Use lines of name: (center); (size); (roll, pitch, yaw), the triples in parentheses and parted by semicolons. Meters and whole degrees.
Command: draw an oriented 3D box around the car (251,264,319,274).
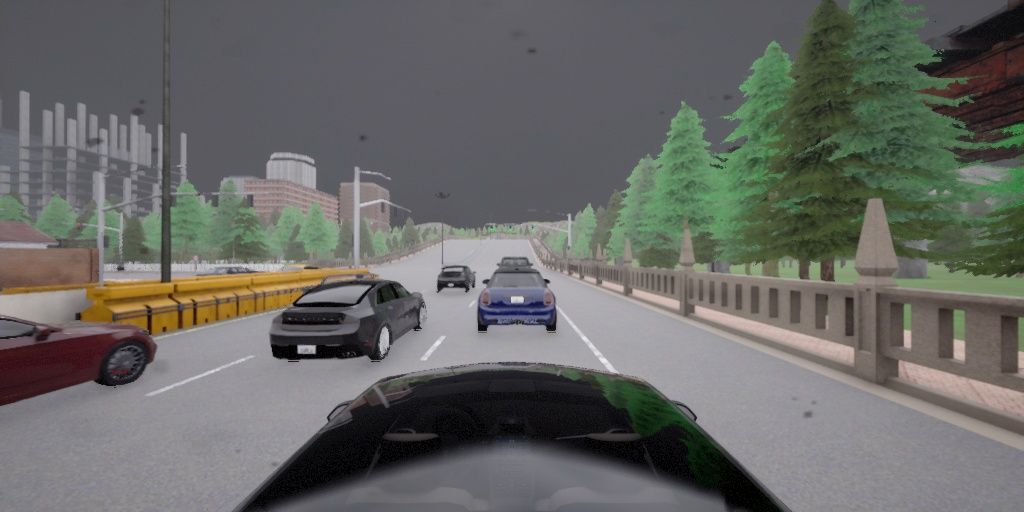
car: (-13.917, 1.305, 23.138); (1.882, 1.535, 5.008); (0, -1, 1)

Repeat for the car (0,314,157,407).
car: (-6.892, 1.284, 4.033); (1.812, 1.442, 4.674); (0, 0, 0)

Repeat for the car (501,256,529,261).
car: (0.194, 1.050, 23.441); (2.150, 2.045, 5.566); (0, 0, 0)

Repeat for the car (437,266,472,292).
car: (-3.313, 1.327, 21.903); (1.837, 1.490, 4.892); (0, 0, 0)

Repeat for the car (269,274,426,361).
car: (-3.372, 1.281, 8.331); (1.837, 1.490, 4.892); (0, 0, 0)

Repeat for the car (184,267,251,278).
car: (-17.439, 1.369, 21.782); (2.033, 1.411, 5.357); (0, 0, 1)

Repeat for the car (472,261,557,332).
car: (0.138, 1.135, 11.142); (2.097, 1.767, 4.553); (0, 0, 0)
